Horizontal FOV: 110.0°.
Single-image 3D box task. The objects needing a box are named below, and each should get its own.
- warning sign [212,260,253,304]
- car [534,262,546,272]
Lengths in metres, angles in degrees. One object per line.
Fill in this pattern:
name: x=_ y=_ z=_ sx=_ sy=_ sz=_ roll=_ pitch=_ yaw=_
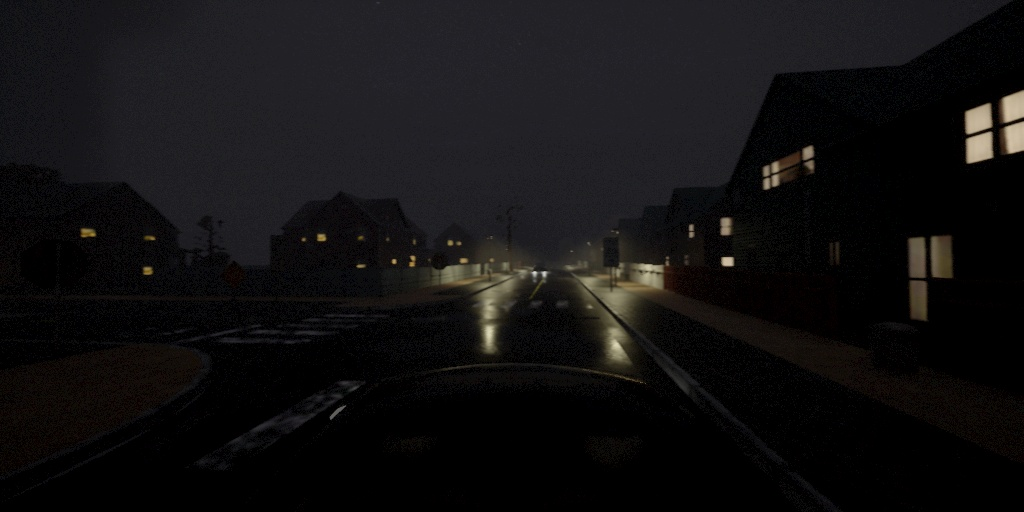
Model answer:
warning sign: x=-12.115 y=1.110 z=15.558 sx=1.060 sy=1.860 sz=1.300 roll=0 pitch=0 yaw=7
car: x=4.489 y=1.761 z=57.396 sx=1.812 sy=1.442 sz=4.674 roll=0 pitch=-1 yaw=7
